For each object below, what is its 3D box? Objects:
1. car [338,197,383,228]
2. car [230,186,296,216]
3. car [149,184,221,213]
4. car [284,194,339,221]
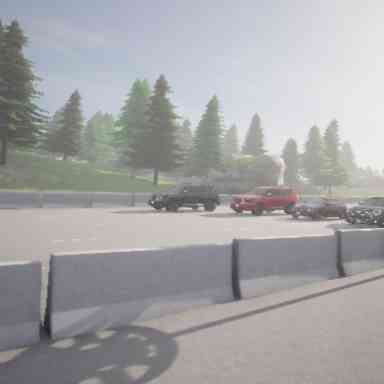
[{"bbox_3d":[11.294,1.103,19.958,4.553,1.767,2.097,1,2,-33],"label":"car"},{"bbox_3d":[5.443,0.618,24.478,5.566,2.045,2.150,1,2,-33],"label":"car"},{"bbox_3d":[-0.420,0.398,24.817,5.566,2.045,2.150,1,2,-33],"label":"car"},{"bbox_3d":[8.722,1.105,22.463,4.674,1.442,1.812,1,2,-33],"label":"car"}]
